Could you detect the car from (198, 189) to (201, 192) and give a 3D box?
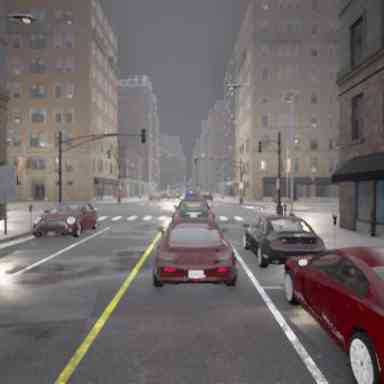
[{"bbox_3d":[2.397,0.647,59.801,1.947,1.339,4.313,0,1,-1],"label":"car"}]

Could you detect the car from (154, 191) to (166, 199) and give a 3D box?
[{"bbox_3d":[-6.188,0.550,65.219,1.887,1.381,4.507,0,1,-1],"label":"car"}]

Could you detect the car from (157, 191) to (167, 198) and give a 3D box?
[{"bbox_3d":[-6.249,0.513,70.727,1.802,1.307,4.206,0,1,-1],"label":"car"}]

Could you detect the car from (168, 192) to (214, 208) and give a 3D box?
[{"bbox_3d":[0.072,1.076,17.213,2.097,1.767,4.553,0,1,0],"label":"car"}]

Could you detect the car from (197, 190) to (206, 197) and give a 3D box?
[{"bbox_3d":[2.216,0.297,76.319,1.967,1.590,4.097,0,1,-1],"label":"car"}]

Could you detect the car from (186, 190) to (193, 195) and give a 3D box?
[{"bbox_3d":[-0.625,0.216,91.753,1.994,1.385,4.181,0,1,-1],"label":"car"}]

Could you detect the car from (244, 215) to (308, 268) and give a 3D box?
[{"bbox_3d":[2.659,1.382,10.374,2.008,1.369,4.403,0,1,0],"label":"car"}]

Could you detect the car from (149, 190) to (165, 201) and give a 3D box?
[{"bbox_3d":[-6.067,0.712,54.205,2.008,1.369,4.403,0,1,-1],"label":"car"}]

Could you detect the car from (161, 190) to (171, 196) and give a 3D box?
[{"bbox_3d":[-6.369,0.227,81.740,1.967,1.590,4.097,0,1,-1],"label":"car"}]

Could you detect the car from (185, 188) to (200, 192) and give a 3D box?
[{"bbox_3d":[-0.194,0.279,61.502,2.150,2.045,5.566,0,1,-1],"label":"car"}]

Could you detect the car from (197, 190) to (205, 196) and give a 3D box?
[{"bbox_3d":[2.156,0.226,81.824,1.967,1.590,4.097,0,1,-1],"label":"car"}]

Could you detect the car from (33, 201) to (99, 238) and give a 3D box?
[{"bbox_3d":[-5.874,1.185,15.846,1.967,1.590,4.097,0,1,0],"label":"car"}]

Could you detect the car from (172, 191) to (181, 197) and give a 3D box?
[{"bbox_3d":[-3.458,0.407,76.507,1.994,1.385,4.181,0,1,-1],"label":"car"}]

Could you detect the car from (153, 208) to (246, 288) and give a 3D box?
[{"bbox_3d":[0.035,1.383,8.740,1.812,1.442,4.674,0,1,-1],"label":"car"}]

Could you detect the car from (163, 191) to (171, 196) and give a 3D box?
[{"bbox_3d":[-6.430,0.300,87.249,1.802,1.307,4.206,0,1,-1],"label":"car"}]

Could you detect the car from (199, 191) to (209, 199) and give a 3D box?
[{"bbox_3d":[2.335,0.527,65.477,1.752,1.417,4.829,0,1,-1],"label":"car"}]

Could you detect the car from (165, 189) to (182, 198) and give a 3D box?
[{"bbox_3d":[-3.336,0.415,61.074,2.097,1.767,4.553,0,1,0],"label":"car"}]

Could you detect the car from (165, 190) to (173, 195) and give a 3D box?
[{"bbox_3d":[-6.491,0.217,92.756,1.947,1.339,4.313,0,1,-1],"label":"car"}]

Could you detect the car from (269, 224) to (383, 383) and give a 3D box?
[{"bbox_3d":[2.668,1.464,4.883,1.887,1.381,4.507,0,1,0],"label":"car"}]

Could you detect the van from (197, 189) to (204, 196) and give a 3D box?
[{"bbox_3d":[2.096,0.058,87.330,1.690,1.788,3.998,0,1,-1],"label":"van"}]

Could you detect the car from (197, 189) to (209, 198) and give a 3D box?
[{"bbox_3d":[2.277,0.245,70.810,2.192,1.841,5.009,0,1,-1],"label":"car"}]

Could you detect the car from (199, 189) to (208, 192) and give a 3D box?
[{"bbox_3d":[2.458,0.704,54.295,1.887,1.381,4.507,0,1,-1],"label":"car"}]
